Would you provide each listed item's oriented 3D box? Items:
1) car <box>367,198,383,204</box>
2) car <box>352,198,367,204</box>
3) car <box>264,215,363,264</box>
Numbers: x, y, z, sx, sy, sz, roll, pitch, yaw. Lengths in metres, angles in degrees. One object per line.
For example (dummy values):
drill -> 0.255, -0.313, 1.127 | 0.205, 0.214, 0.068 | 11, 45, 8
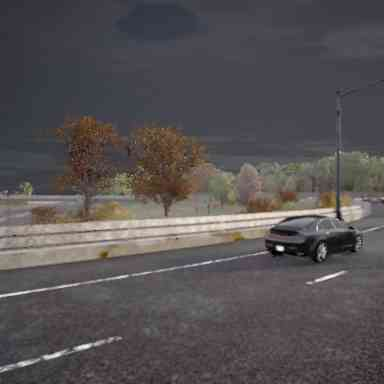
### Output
car -> 43.300, 2.218, 80.236 | 2.033, 1.411, 5.357 | 0, 0, 4
car -> 39.819, 2.192, 80.601 | 1.812, 1.442, 4.674 | 0, 0, 4
car -> 4.680, 1.623, 12.460 | 4.892, 1.490, 1.837 | 1, -1, -42
